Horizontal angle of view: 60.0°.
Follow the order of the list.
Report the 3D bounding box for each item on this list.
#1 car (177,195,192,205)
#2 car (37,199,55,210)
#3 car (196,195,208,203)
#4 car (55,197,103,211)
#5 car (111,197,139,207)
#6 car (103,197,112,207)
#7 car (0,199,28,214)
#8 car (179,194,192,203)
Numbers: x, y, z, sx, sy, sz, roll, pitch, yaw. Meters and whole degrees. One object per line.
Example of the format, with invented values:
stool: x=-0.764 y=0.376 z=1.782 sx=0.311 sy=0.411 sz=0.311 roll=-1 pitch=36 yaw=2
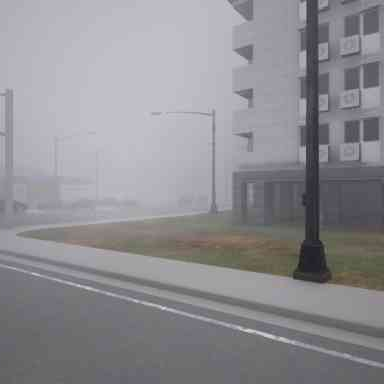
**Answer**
car: x=-1.306 y=1.564 z=57.618 sx=1.994 sy=1.385 sz=4.181 roll=0 pitch=0 yaw=7
car: x=-17.560 y=1.564 z=42.491 sx=1.994 sy=1.385 sz=4.181 roll=0 pitch=0 yaw=31
car: x=2.049 y=1.353 z=69.977 sx=2.097 sy=1.767 sz=4.553 roll=0 pitch=0 yaw=-8
car: x=-14.045 y=1.491 z=41.572 sx=2.128 sy=1.511 sz=4.902 roll=0 pitch=0 yaw=30
car: x=-9.911 y=1.601 z=50.860 sx=1.895 sy=1.301 sz=4.718 roll=0 pitch=0 yaw=16
car: x=-13.337 y=1.478 z=51.662 sx=1.882 sy=1.535 sz=5.008 roll=0 pitch=0 yaw=16
car: x=-19.348 y=1.478 z=33.714 sx=1.882 sy=1.535 sz=5.008 roll=0 pitch=0 yaw=36
car: x=-1.401 y=1.351 z=69.742 sx=2.097 sy=1.767 sz=4.553 roll=0 pitch=0 yaw=-8
